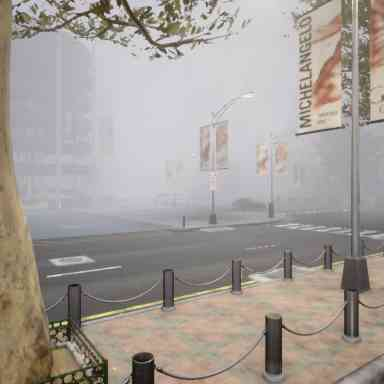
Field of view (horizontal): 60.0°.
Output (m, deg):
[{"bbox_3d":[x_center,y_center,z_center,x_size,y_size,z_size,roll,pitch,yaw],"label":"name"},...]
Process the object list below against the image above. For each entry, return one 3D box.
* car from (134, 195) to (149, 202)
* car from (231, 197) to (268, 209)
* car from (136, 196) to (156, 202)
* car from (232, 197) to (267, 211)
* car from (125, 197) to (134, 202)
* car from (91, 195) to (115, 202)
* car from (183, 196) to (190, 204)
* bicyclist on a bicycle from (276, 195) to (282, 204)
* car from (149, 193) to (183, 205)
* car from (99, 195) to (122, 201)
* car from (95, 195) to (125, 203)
[{"bbox_3d":[-11.219,1.355,72.603,4.553,1.767,2.097,0,0,26],"label":"car"},{"bbox_3d":[7.956,1.491,46.445,2.128,1.511,4.902,0,0,-35],"label":"car"},{"bbox_3d":[-10.472,1.552,76.159,4.181,1.385,1.994,0,0,26],"label":"car"},{"bbox_3d":[7.162,1.478,41.503,1.882,1.535,5.008,0,0,-35],"label":"car"},{"bbox_3d":[-15.378,1.533,70.771,4.718,1.301,1.895,0,0,26],"label":"car"},{"bbox_3d":[-20.459,1.450,76.320,4.892,1.490,1.837,0,0,12],"label":"car"},{"bbox_3d":[-2.812,1.220,61.093,2.150,2.045,5.566,0,0,-42],"label":"car"},{"bbox_3d":[15.756,1.300,60.497,1.656,1.620,0.582,0,0,-36],"label":"bicyclist on a bicycle"},{"bbox_3d":[-4.609,1.225,57.768,2.150,2.045,5.566,0,-1,-40],"label":"car"},{"bbox_3d":[-19.495,1.418,79.685,5.008,1.535,1.882,0,0,12],"label":"car"},{"bbox_3d":[-16.689,1.464,67.525,4.892,1.490,1.837,0,0,26],"label":"car"}]
